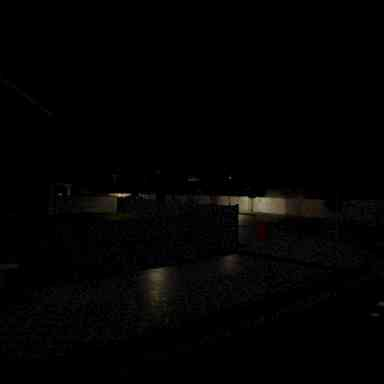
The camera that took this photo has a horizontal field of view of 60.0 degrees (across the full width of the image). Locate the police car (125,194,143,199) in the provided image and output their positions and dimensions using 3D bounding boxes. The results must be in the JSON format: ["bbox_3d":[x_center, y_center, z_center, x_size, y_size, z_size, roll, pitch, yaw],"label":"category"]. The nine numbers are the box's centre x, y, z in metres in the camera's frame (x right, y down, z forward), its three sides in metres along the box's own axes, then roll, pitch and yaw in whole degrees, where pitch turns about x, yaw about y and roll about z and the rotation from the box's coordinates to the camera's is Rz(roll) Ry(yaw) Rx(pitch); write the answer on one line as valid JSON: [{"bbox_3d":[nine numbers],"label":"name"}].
[{"bbox_3d":[-8.025,1.095,46.957,1.930,1.638,5.238,1,0,-42],"label":"police car"}]
